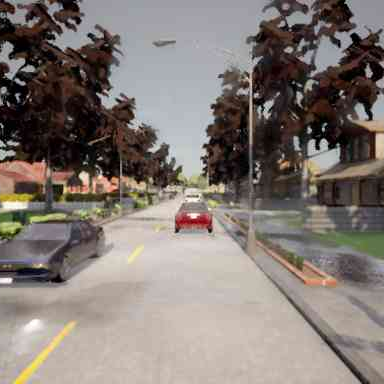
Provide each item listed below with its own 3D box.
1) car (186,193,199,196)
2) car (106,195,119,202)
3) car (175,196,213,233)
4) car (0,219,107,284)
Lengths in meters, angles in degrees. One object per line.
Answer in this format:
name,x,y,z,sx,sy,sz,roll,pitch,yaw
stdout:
car,0.080,1.199,43.871,2.150,2.045,5.566,0,0,-1
car,-16.663,1.294,63.347,5.357,1.415,2.033,0,0,0
car,0.092,1.341,19.857,2.097,1.767,4.553,0,0,0
car,-4.027,1.543,9.892,2.033,1.411,5.357,0,0,0
